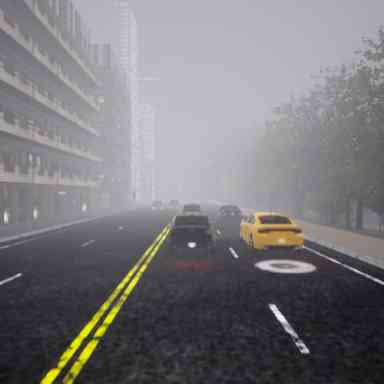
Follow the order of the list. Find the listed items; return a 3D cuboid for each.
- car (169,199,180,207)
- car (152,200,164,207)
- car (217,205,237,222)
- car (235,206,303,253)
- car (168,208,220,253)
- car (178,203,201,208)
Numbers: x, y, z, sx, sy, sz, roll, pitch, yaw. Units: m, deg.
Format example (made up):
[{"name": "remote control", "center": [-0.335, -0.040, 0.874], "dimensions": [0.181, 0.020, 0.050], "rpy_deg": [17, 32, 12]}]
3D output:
[{"name": "car", "center": [-3.291, 2.146, 63.438], "dimensions": [1.812, 1.442, 4.674], "rpy_deg": [0, -1, 1]}, {"name": "car", "center": [-6.534, 2.188, 63.866], "dimensions": [1.994, 1.385, 4.181], "rpy_deg": [0, -1, 1]}, {"name": "car", "center": [3.252, 1.825, 28.991], "dimensions": [2.033, 1.411, 5.357], "rpy_deg": [0, -1, 0]}, {"name": "car", "center": [3.257, 1.616, 14.482], "dimensions": [1.882, 1.535, 5.008], "rpy_deg": [0, 0, 0]}, {"name": "car", "center": [0.006, 1.645, 14.300], "dimensions": [1.837, 1.490, 4.892], "rpy_deg": [0, 0, 0]}, {"name": "car", "center": [0.005, 1.790, 29.306], "dimensions": [1.837, 1.490, 4.892], "rpy_deg": [0, 0, 0]}]
